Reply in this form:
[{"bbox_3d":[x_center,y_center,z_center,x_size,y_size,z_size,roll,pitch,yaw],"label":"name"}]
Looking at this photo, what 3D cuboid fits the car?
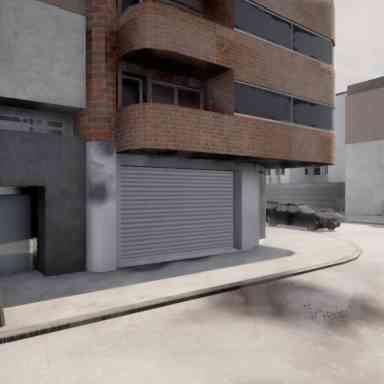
[{"bbox_3d":[6.657,1.478,20.555,1.882,1.535,5.008,0,0,-32],"label":"car"}]
